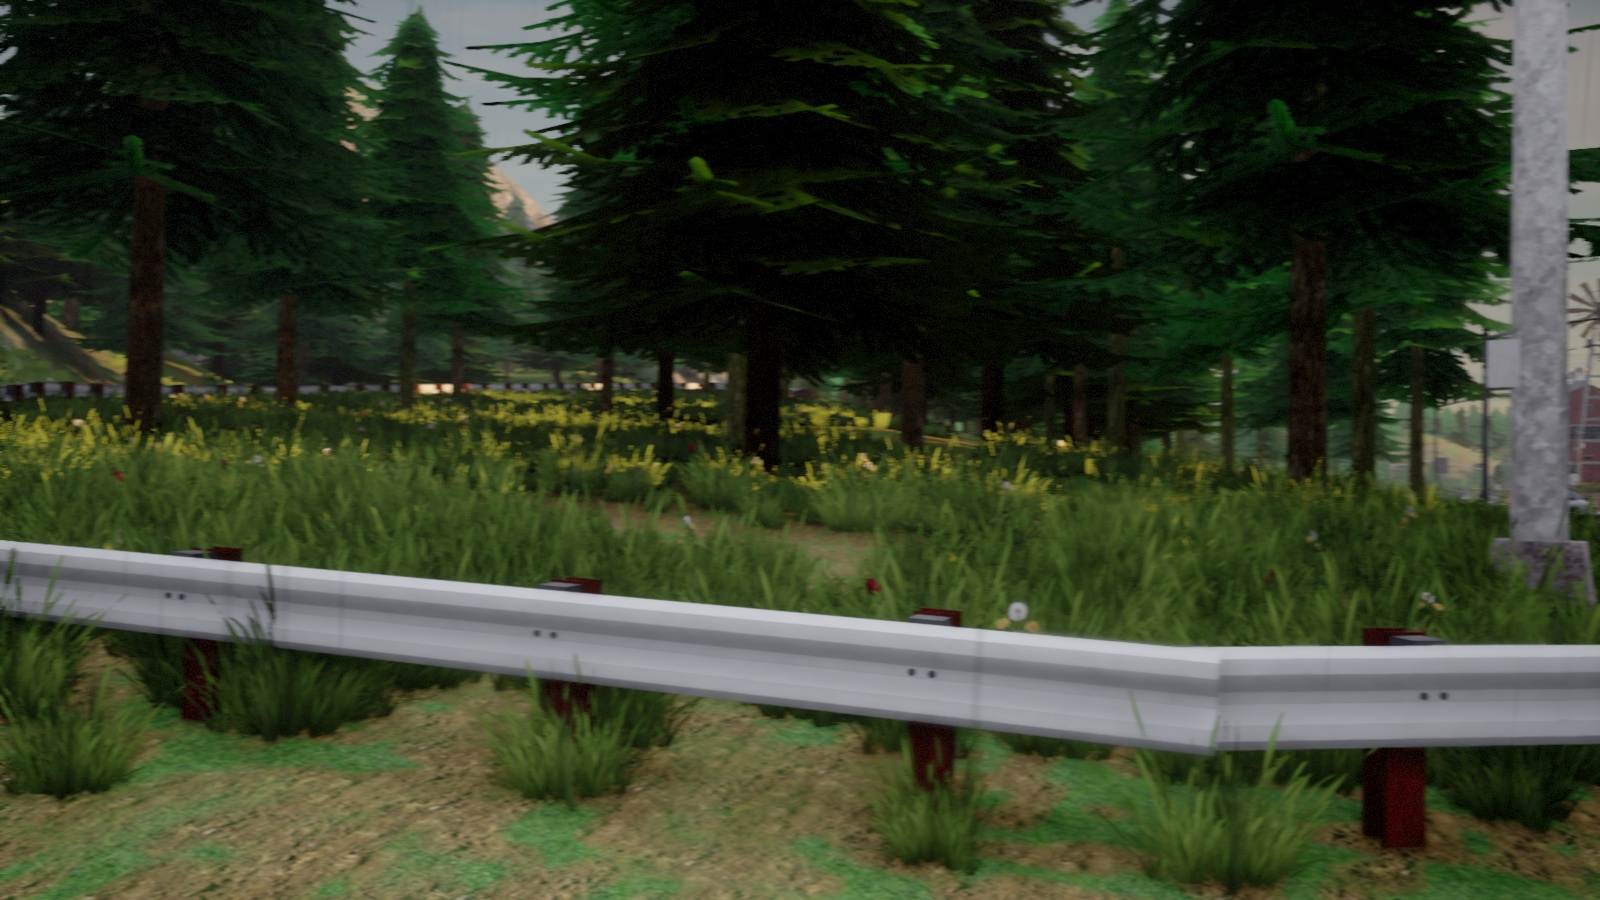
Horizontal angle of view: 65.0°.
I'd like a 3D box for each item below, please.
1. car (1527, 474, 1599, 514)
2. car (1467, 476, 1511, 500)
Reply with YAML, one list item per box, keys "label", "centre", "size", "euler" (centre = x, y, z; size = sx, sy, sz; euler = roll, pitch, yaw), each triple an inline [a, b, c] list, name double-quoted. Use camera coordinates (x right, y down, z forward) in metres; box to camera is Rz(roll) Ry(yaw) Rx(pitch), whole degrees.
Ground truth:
- label: "car"
  centre: [27.742, 1.591, 45.568]
  size: [1.994, 1.385, 4.181]
  euler: [-1, -2, 25]
- label: "car"
  centre: [43.401, 2.390, 79.168]
  size: [2.128, 1.511, 4.902]
  euler: [-1, -2, 25]
